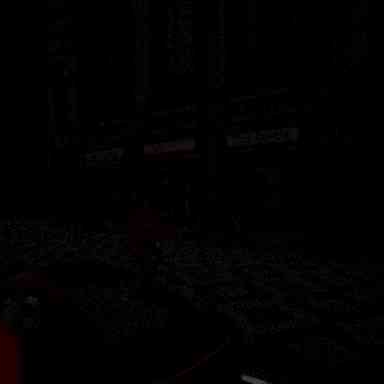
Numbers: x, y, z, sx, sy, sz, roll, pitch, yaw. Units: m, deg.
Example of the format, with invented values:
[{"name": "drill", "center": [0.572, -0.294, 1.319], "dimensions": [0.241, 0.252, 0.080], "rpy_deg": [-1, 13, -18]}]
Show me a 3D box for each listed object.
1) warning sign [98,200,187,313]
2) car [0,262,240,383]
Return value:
[{"name": "warning sign", "center": [-0.931, 1.117, 6.448], "dimensions": [1.060, 1.860, 1.300], "rpy_deg": [-1, 0, 36]}, {"name": "car", "center": [-1.630, 1.546, 4.018], "dimensions": [4.507, 1.381, 1.887], "rpy_deg": [0, -1, 36]}]
